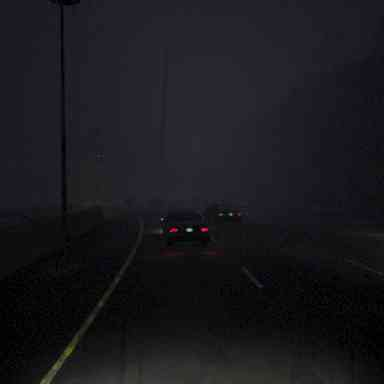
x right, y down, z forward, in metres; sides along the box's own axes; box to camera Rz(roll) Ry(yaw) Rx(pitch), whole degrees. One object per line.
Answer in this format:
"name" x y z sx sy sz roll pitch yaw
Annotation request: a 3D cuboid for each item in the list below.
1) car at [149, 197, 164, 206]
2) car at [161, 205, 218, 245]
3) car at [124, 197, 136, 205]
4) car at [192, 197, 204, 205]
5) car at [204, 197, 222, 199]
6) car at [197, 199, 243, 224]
"car" -5.995 1.551 55.701 1.882 1.535 5.008 -1 0 -17
"car" -0.417 1.552 15.630 2.033 1.411 5.357 -1 0 -7
"car" -11.478 1.632 61.694 2.128 1.511 4.902 -1 0 -16
"car" 1.445 1.507 55.214 1.812 1.442 4.674 -1 0 -17
"car" 3.113 1.438 35.975 1.882 1.535 5.008 0 0 -13
"car" 2.084 1.521 24.382 2.033 1.411 5.357 -1 0 -11
